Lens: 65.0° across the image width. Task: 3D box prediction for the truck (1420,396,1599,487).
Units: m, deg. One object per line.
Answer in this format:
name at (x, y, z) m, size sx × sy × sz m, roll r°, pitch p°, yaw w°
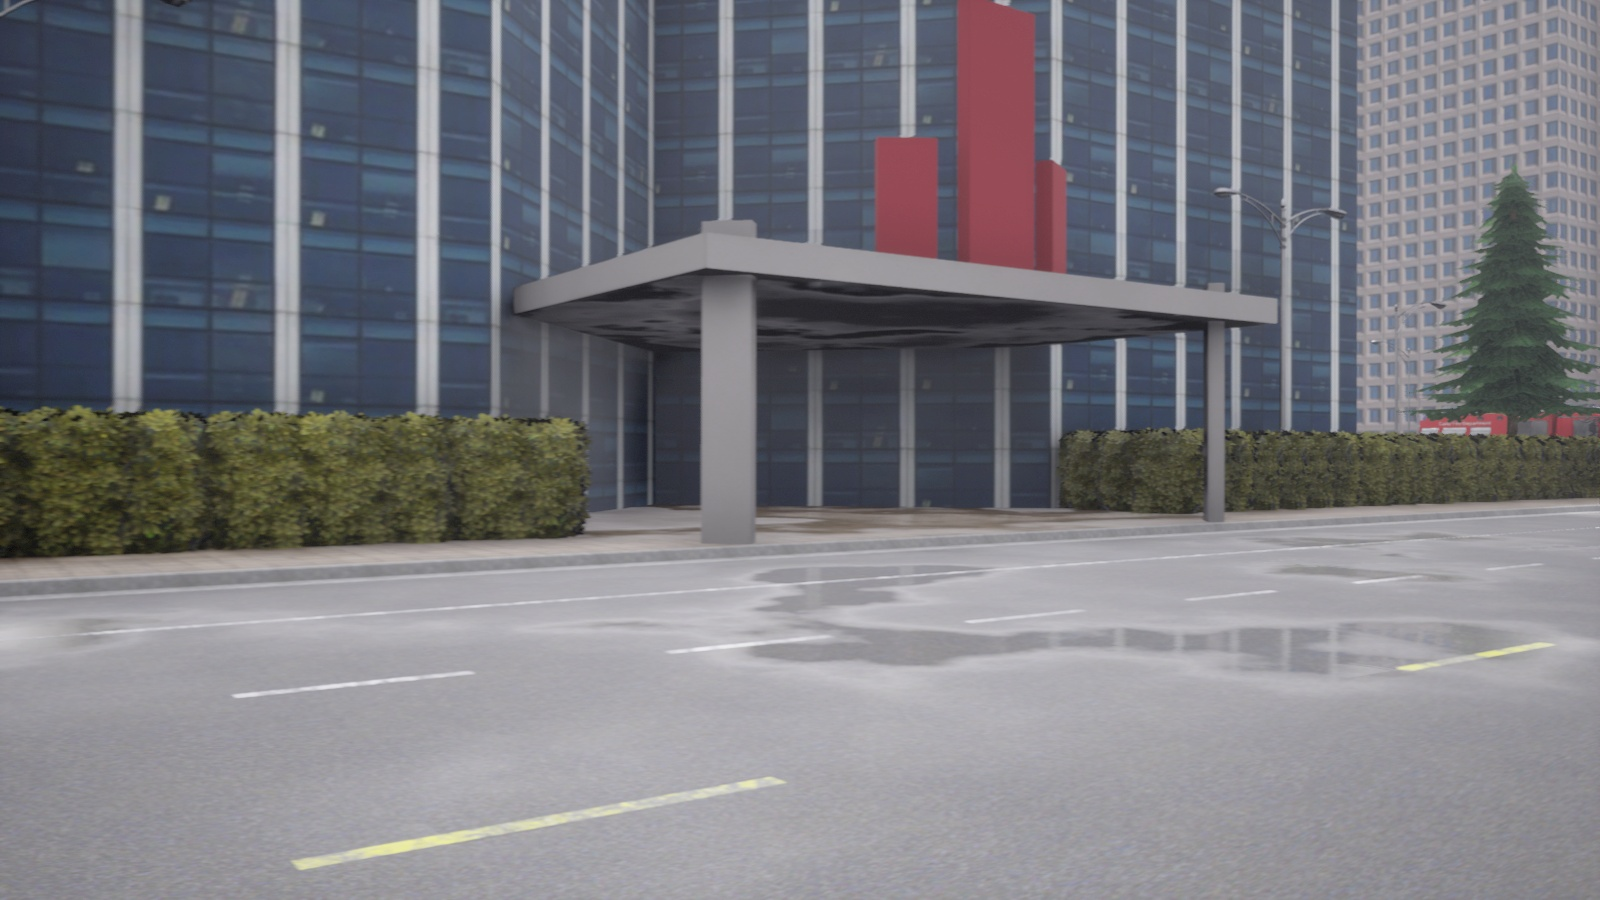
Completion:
truck at (33.093, -0.350, 57.031) m, size 2.891 × 3.827 × 8.468 m, roll 0°, pitch 0°, yaw -34°
